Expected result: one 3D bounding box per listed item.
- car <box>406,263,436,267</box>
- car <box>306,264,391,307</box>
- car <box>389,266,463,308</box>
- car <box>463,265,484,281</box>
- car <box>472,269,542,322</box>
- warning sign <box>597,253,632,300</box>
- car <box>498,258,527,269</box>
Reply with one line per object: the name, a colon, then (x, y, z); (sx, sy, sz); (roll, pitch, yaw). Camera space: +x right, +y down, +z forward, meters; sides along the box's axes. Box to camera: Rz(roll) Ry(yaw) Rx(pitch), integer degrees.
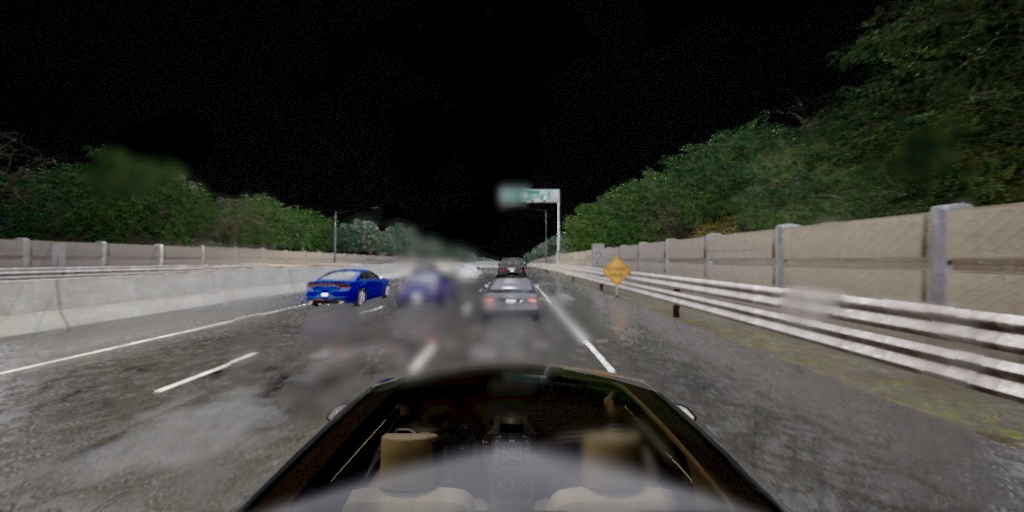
car: (-6.958, 1.459, 29.701); (1.837, 1.490, 4.892); (0, 0, 0)
car: (-6.947, 1.295, 15.796); (1.882, 1.535, 5.008); (0, 0, 0)
car: (-3.450, 1.340, 15.359); (1.812, 1.442, 4.674); (0, 0, 0)
car: (-3.452, 1.488, 30.458); (1.812, 1.442, 4.674); (0, 0, 0)
car: (0.025, 1.343, 12.495); (2.033, 1.411, 5.357); (0, 0, 1)
warning sign: (4.548, 0.930, 15.524); (1.300, 1.860, 1.060); (0, 0, 0)
car: (0.034, 1.164, 28.636); (2.150, 2.045, 5.566); (0, 0, 1)
